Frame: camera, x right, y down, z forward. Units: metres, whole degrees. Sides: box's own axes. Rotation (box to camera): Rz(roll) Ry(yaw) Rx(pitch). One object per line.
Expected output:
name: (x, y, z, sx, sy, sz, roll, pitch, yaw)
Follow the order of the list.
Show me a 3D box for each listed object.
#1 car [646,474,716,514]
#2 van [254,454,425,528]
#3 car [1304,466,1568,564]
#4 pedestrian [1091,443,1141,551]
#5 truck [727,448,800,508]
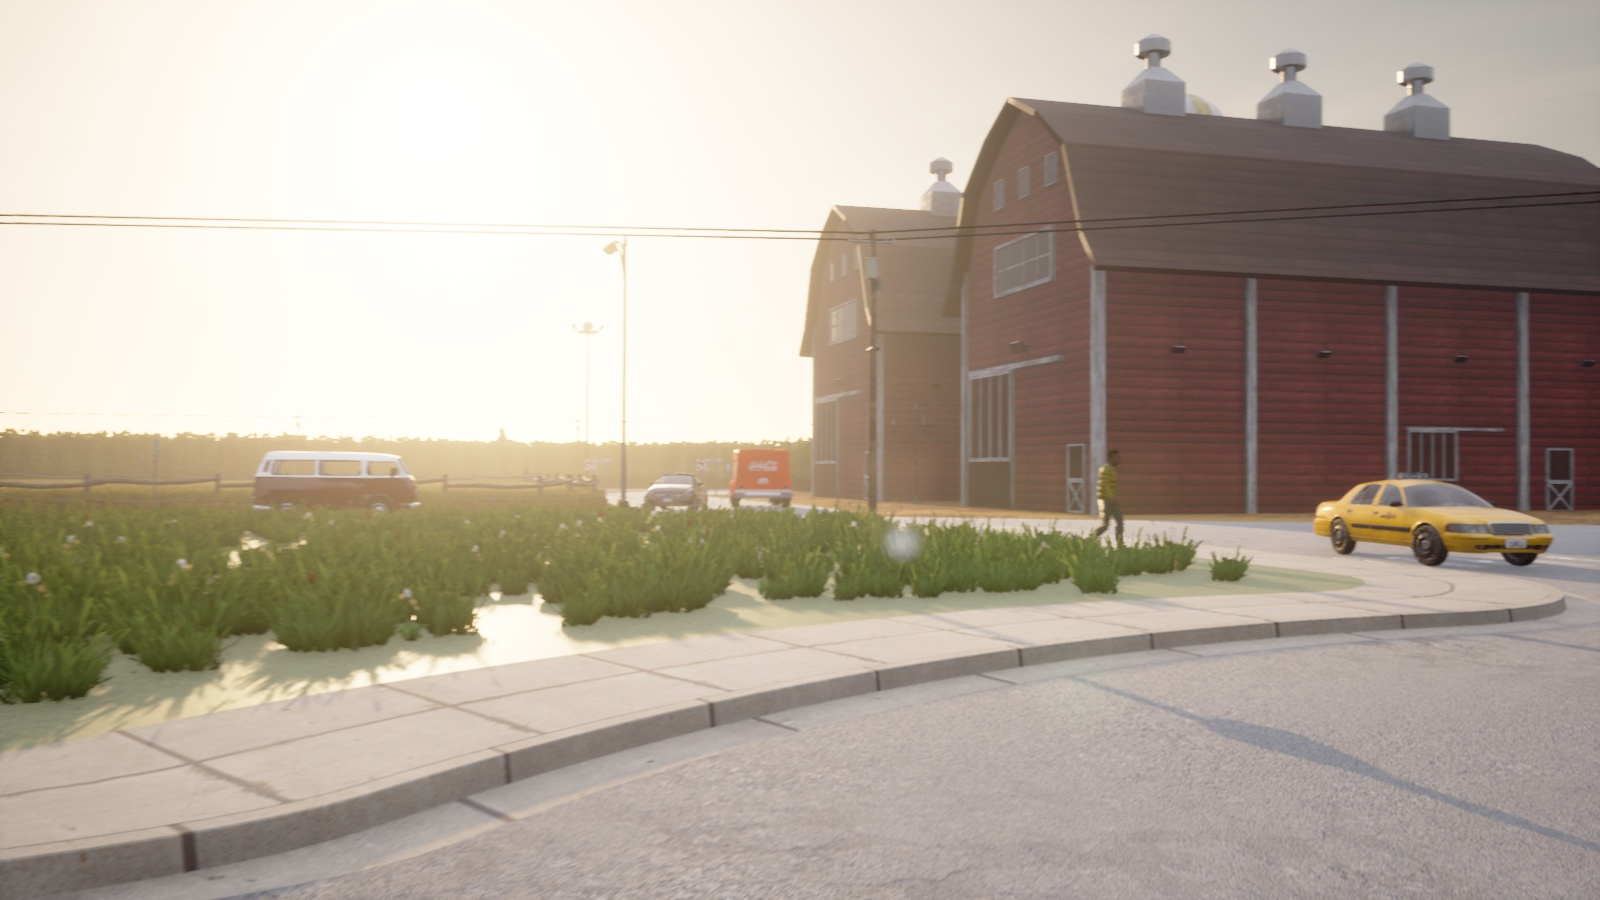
car: (-4.414, 1.613, 47.221, 1.812, 1.442, 4.674, 0, -1, 5)
van: (-13.175, 1.162, 36.235, 4.480, 2.038, 2.069, 0, -1, -15)
car: (11.344, 1.085, 22.938, 1.801, 1.575, 5.366, 0, -1, -4)
pedestrian: (5.479, 0.802, 21.782, 0.709, 1.840, 0.431, -1, -1, 41)
truck: (-1.635, 1.202, 54.112, 2.627, 2.467, 5.204, 0, -1, -7)
